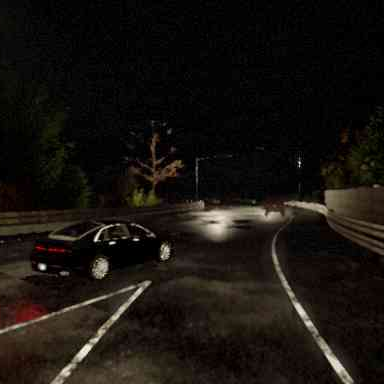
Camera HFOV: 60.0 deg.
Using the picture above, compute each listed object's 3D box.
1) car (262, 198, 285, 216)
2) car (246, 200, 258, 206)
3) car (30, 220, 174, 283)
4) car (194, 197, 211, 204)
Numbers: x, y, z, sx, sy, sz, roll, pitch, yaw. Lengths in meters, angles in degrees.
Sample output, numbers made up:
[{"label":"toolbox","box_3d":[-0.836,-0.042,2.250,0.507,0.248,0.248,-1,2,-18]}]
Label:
[{"label":"car","box_3d":[10.058,1.754,40.503,2.150,2.045,5.566,0,-1,14]},{"label":"car","box_3d":[13.340,2.496,74.123,1.994,1.385,4.181,0,-1,-5]},{"label":"car","box_3d":[-2.425,1.614,10.230,1.837,1.490,4.892,0,-1,31]},{"label":"car","box_3d":[3.055,2.598,94.867,1.882,1.535,5.008,1,-1,-16]}]
